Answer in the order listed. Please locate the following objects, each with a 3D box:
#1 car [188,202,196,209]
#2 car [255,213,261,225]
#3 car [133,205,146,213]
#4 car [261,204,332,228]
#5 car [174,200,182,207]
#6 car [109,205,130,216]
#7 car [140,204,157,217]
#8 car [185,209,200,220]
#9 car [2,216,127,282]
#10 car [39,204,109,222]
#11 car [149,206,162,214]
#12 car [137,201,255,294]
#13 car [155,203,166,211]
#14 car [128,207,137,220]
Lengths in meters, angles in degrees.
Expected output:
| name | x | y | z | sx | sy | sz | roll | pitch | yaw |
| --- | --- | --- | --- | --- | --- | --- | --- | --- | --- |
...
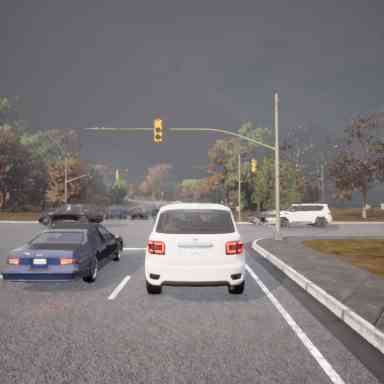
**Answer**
| name | x | y | z | sx | sy | sz | roll | pitch | yaw |
| --- | --- | --- | --- | --- | --- | --- | --- | --- | --- |
| car | -0.093 | 3.289 | 83.424 | 1.837 | 1.490 | 4.892 | 0 | 0 | -1 |
| car | 7.799 | 2.486 | 32.693 | 4.902 | 1.511 | 2.128 | 0 | -3 | 4 |
| car | -10.562 | 3.468 | 67.671 | 1.895 | 1.301 | 4.718 | 0 | 0 | 0 |
| car | 9.301 | 2.054 | 29.065 | 5.566 | 2.045 | 2.150 | 0 | -3 | -1 |
| car | -3.661 | 3.077 | 87.387 | 1.882 | 1.535 | 5.008 | 0 | 0 | -3 |
| car | -10.644 | 2.800 | 47.095 | 2.150 | 2.045 | 5.566 | 0 | -2 | -2 |
| car | -7.133 | 2.997 | 55.266 | 2.150 | 2.045 | 5.566 | 0 | -1 | 0 |
| car | 0.065 | 3.159 | 47.577 | 1.994 | 1.385 | 4.181 | 0 | -2 | 0 |
| car | -3.425 | 1.662 | 9.977 | 2.033 | 1.411 | 5.357 | 0 | -1 | 0 |
| car | -10.710 | 2.084 | 29.720 | 5.566 | 2.045 | 2.150 | 0 | -2 | 6 |
| car | -7.090 | 3.469 | 65.187 | 1.895 | 1.301 | 4.718 | 0 | 0 | 0 |
| car | 0.076 | 1.318 | 9.125 | 2.150 | 2.045 | 5.566 | 0 | -1 | 0 |
| car | -7.058 | 3.367 | 75.885 | 2.033 | 1.411 | 5.357 | 0 | 0 | 0 |
| car | -7.122 | 3.135 | 45.738 | 1.895 | 1.301 | 4.718 | 0 | -2 | -1 |
